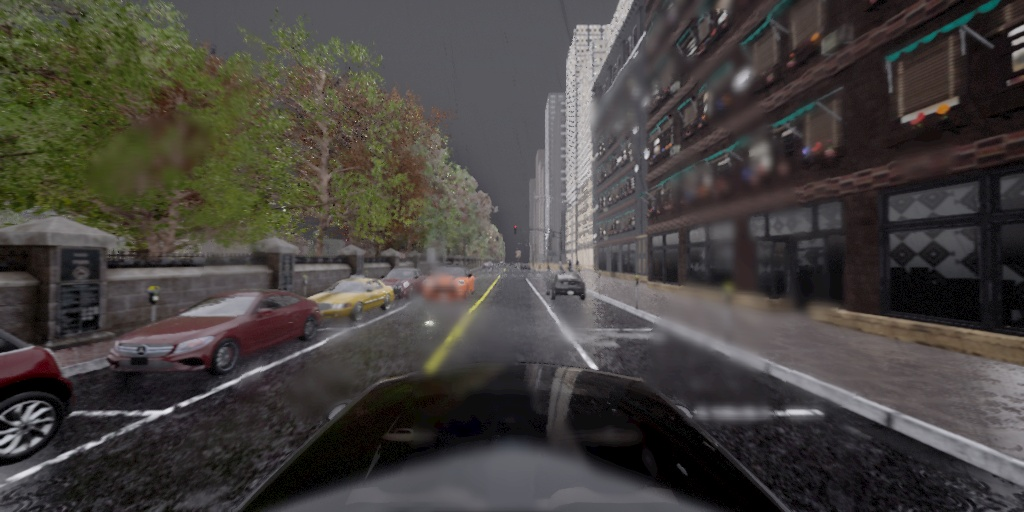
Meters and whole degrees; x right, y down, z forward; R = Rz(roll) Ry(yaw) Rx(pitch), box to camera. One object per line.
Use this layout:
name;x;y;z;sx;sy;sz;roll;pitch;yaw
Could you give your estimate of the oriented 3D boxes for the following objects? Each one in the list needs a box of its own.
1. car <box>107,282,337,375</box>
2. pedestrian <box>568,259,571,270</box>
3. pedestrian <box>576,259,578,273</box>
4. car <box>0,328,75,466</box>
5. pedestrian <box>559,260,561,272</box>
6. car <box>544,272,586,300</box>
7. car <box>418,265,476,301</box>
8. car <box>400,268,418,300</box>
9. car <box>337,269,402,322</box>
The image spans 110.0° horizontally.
car;-5.691;1.392;7.565;1.802;1.307;4.207;0;0;0
pedestrian;7.138;1.303;44.542;0.375;1.860;0.375;0;-1;0
pedestrian;8.139;1.234;45.143;0.375;1.860;0.375;0;-1;0
car;-5.691;1.193;2.026;1.967;1.591;4.097;0;0;0
pedestrian;6.139;1.345;45.742;0.375;1.860;0.375;0;-1;0
car;2.690;1.475;18.643;2.007;1.370;4.403;0;0;0
car;-3.098;1.277;18.622;2.097;1.767;4.553;0;-1;0
car;-5.690;1.365;18.642;1.967;1.591;4.097;0;0;0
car;-5.690;1.393;12.933;1.751;1.417;4.829;0;0;0
